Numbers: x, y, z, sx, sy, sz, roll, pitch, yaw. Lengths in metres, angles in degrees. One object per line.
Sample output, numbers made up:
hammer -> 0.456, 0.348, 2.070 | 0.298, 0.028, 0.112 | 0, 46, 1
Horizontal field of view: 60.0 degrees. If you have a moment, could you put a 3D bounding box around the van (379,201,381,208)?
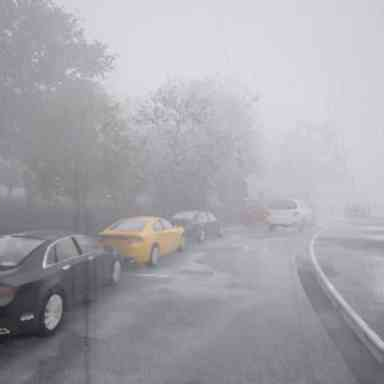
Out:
van -> 40.035, 2.945, 76.351 | 4.442, 1.987, 1.878 | -2, -2, 22

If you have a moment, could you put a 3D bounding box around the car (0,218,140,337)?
car -> -2.919, 1.525, 6.813 | 2.231, 1.521, 4.892 | 0, -1, 7

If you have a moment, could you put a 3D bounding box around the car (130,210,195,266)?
car -> -1.684, 1.632, 12.269 | 2.097, 1.535, 5.008 | 0, -1, 16

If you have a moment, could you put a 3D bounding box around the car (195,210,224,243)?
car -> 0.244, 1.728, 17.675 | 2.231, 1.521, 4.892 | -1, -1, 24

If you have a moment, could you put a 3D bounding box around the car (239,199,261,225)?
car -> 5.924, 1.615, 27.598 | 2.435, 2.045, 5.566 | -2, -1, 35

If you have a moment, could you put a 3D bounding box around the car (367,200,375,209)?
car -> 36.215, 2.912, 71.940 | 4.553, 1.767, 2.185 | -2, -2, 22

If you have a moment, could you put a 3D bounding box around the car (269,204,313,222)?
car -> 9.682, 1.934, 32.265 | 2.097, 1.535, 5.008 | -2, -2, 41

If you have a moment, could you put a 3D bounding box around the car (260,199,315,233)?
car -> 6.601, 1.474, 21.946 | 2.150, 2.045, 5.566 | -1, -1, 29

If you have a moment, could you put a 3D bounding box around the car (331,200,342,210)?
car -> 30.277, 2.599, 65.412 | 5.566, 2.045, 2.435 | -2, -3, 22

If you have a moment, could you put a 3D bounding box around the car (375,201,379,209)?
car -> 38.141, 3.133, 74.134 | 4.792, 1.488, 2.163 | -2, -2, 22

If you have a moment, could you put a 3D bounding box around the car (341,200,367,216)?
car -> 18.287, 1.924, 37.443 | 1.837, 1.490, 4.892 | -1, -1, 29

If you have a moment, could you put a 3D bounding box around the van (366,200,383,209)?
van -> 45.972, 3.145, 82.893 | 4.442, 1.987, 1.878 | -2, -3, 22

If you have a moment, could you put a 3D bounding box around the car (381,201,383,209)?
car -> 42.132, 3.232, 78.478 | 4.892, 1.521, 2.231 | -2, -2, 22
